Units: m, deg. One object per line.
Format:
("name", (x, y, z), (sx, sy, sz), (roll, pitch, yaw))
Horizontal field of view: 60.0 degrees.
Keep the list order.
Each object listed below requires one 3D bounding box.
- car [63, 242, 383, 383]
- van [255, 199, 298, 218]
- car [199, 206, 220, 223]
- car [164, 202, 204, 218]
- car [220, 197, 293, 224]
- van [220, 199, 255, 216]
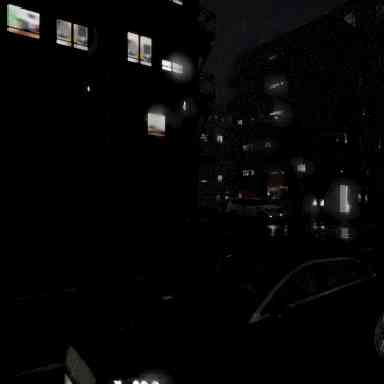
("car", (0.931, 1.491, 4.355), (4.902, 1.511, 2.128), (0, 0, -36))
("van", (8.469, 1.603, 33.584), (1.690, 1.788, 3.998), (-1, 0, -36))
("car", (1.738, 1.875, 28.655), (1.802, 1.307, 4.206), (-1, 0, -36))
("car", (-0.943, 1.866, 36.617), (1.882, 1.535, 5.008), (0, 0, -36))
("car", (5.298, 1.472, 28.146), (2.150, 2.045, 5.566), (0, -1, -36))
("van", (5.146, 1.676, 38.094), (1.690, 1.788, 3.998), (-1, 0, -36))
